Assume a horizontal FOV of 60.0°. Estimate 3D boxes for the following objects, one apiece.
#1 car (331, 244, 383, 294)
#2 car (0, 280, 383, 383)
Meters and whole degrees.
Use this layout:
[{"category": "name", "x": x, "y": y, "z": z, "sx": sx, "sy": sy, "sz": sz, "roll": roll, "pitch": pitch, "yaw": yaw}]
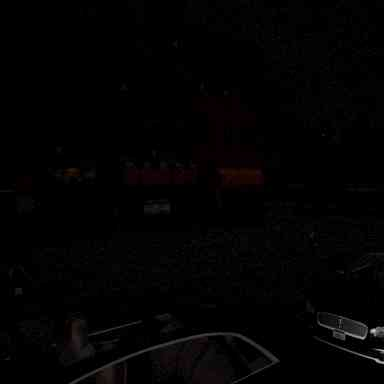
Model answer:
[{"category": "car", "x": 3.605, "y": 1.548, "z": 5.416, "sx": 4.403, "sy": 1.369, "sz": 2.008, "roll": 0, "pitch": -2, "yaw": -36}, {"category": "car", "x": -0.827, "y": 1.551, "z": 2.246, "sx": 4.403, "sy": 1.369, "sz": 2.008, "roll": 0, "pitch": -2, "yaw": -36}]
